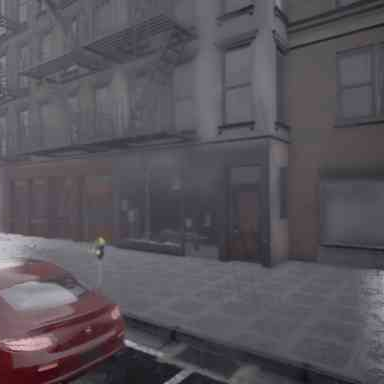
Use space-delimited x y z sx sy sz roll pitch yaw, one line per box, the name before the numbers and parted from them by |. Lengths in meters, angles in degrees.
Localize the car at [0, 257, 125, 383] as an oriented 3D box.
car | -2.777 1.630 4.790 4.206 1.307 1.802 -1 0 35
